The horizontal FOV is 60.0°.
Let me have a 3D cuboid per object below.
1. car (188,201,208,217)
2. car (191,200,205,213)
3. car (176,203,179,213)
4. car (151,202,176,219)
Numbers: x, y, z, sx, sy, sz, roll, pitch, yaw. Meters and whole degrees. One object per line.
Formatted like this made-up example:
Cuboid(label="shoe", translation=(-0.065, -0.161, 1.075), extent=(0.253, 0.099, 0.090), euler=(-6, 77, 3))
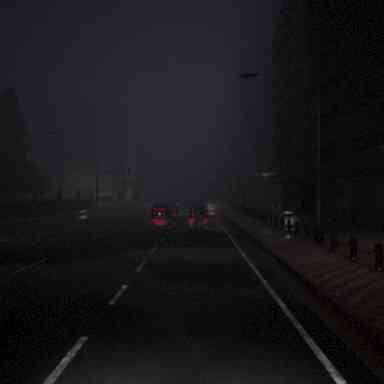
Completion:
Cuboid(label="car", translation=(0.645, 1.803, 34.668), extent=(1.812, 1.442, 4.674), euler=(0, 0, 1))
Cuboid(label="car", translation=(0.787, 1.873, 43.517), extent=(1.812, 1.442, 4.674), euler=(0, 0, 1))
Cuboid(label="car", translation=(-2.742, 1.896, 41.621), extent=(1.994, 1.385, 4.181), euler=(0, 0, 1))
Cuboid(label="car", translation=(-2.891, 1.766, 32.711), extent=(1.837, 1.490, 4.892), euler=(0, 0, 1))
